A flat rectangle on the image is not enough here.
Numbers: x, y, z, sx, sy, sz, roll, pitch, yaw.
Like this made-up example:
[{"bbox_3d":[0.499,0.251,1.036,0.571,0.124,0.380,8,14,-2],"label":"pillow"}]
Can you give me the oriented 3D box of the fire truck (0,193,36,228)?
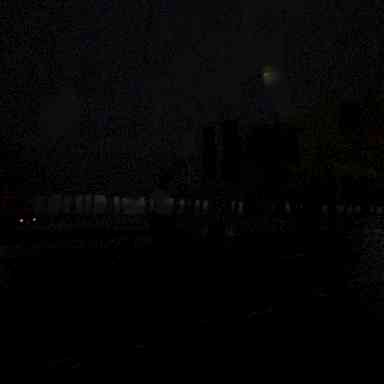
[{"bbox_3d":[-22.100,2.028,37.190,8.468,3.827,2.891,-1,-1,9],"label":"fire truck"}]
